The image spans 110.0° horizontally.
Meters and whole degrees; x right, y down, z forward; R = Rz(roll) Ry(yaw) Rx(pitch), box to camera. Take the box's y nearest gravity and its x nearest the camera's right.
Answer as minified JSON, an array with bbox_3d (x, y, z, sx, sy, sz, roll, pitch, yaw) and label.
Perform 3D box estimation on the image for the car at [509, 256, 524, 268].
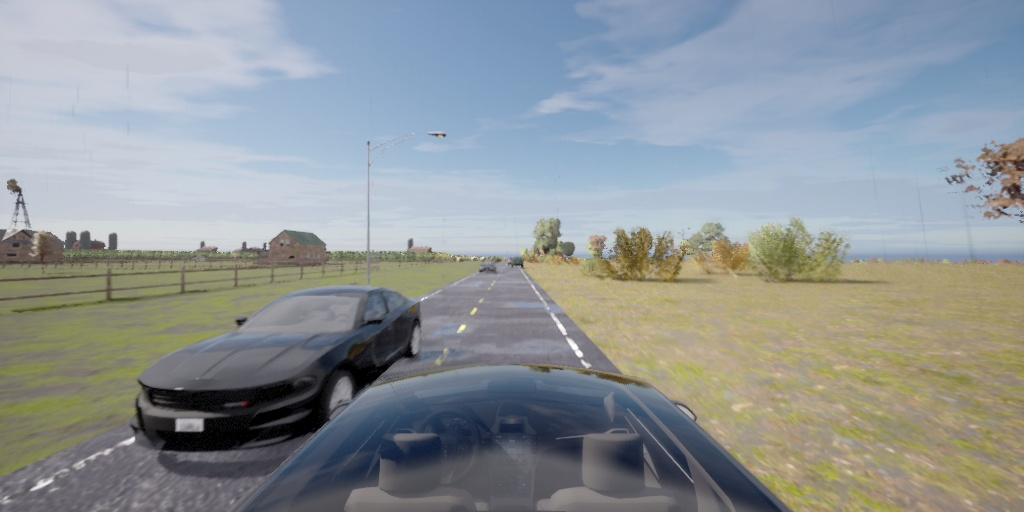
[{"bbox_3d":[0.954,1.110,62.679,2.150,2.045,5.566,0,0,0],"label":"car"}]

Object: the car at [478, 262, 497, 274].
[{"bbox_3d":[-2.838,1.363,42.720,1.994,1.385,4.181,0,0,0],"label":"car"}]

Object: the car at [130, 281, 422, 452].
[{"bbox_3d":[-2.839,1.228,5.667,1.882,1.535,5.008,0,0,0],"label":"car"}]
